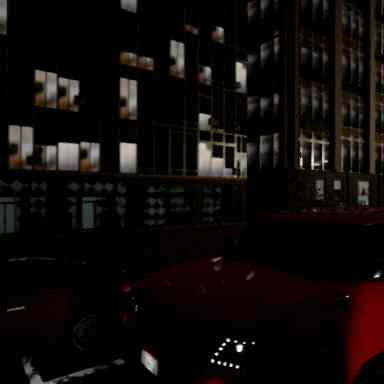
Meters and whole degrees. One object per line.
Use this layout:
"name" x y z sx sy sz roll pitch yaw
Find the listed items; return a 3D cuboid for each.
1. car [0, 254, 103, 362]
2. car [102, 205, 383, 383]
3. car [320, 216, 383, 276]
"car" -2.808 1.583 4.559 4.206 1.307 1.802 0 0 -35
"car" 1.857 1.244 4.699 5.566 2.045 2.150 0 0 -35
"car" 6.479 1.608 11.166 4.507 1.381 1.887 0 0 -35
